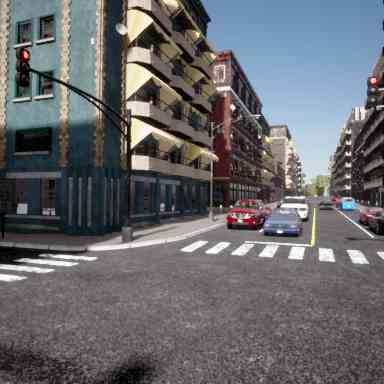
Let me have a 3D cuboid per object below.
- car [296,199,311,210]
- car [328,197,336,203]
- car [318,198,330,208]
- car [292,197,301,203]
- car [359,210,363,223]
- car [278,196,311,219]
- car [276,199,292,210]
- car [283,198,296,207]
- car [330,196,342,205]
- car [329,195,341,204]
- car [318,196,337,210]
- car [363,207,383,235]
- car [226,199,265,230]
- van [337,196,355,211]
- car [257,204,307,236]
[{"bbox_3d":[16.168,1.774,48.120,1.837,1.490,4.892,0,0,20],"label":"car"},{"bbox_3d":[36.946,2.027,87.626,1.752,1.417,4.829,1,0,20],"label":"car"},{"bbox_3d":[22.850,1.862,57.480,1.812,1.442,4.674,0,0,20],"label":"car"},{"bbox_3d":[25.161,1.946,79.983,1.887,1.381,4.507,1,0,20],"label":"car"},{"bbox_3d":[13.579,1.783,24.809,1.802,1.307,4.206,1,0,20],"label":"car"},{"bbox_3d":[9.002,1.400,29.074,2.150,2.045,5.566,0,0,21],"label":"car"},{"bbox_3d":[13.508,1.818,48.654,1.947,1.339,4.313,1,0,20],"label":"car"},{"bbox_3d":[17.392,1.867,59.097,1.947,1.339,4.313,1,0,20],"label":"car"},{"bbox_3d":[31.064,1.740,71.802,2.192,1.841,5.009,1,0,20],"label":"car"},{"bbox_3d":[33.006,1.765,77.023,2.192,1.841,5.009,1,0,20],"label":"car"},{"bbox_3d":[19.231,1.781,47.749,2.128,1.511,4.902,0,0,20],"label":"car"},{"bbox_3d":[11.637,1.743,19.587,1.947,1.339,4.313,1,0,20],"label":"car"},{"bbox_3d":[3.802,1.444,22.545,2.192,1.841,5.009,1,0,20],"label":"car"},{"bbox_3d":[21.353,1.641,45.695,1.690,1.788,3.998,1,0,20],"label":"van"},{"bbox_3d":[5.491,1.682,19.708,2.033,1.411,5.357,0,0,21],"label":"car"}]
